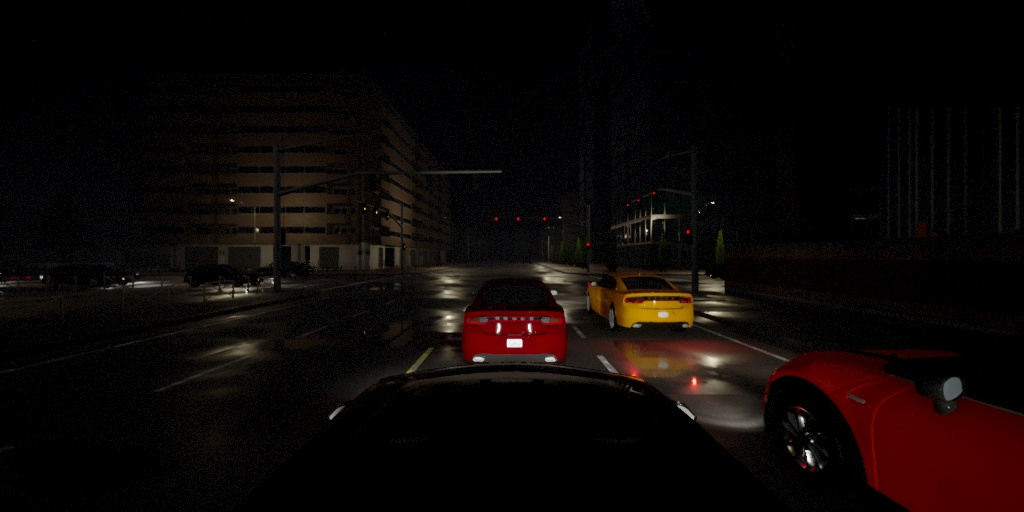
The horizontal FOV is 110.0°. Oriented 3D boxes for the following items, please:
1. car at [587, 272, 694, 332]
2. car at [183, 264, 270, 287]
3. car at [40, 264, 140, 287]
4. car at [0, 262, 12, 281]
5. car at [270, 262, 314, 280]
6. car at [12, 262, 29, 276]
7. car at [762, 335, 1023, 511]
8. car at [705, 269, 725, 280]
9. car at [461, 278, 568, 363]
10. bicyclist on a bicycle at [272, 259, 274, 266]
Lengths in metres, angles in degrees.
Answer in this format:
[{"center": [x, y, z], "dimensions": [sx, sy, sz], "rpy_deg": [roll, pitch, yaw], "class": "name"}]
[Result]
[{"center": [3.579, 1.225, 10.918], "dimensions": [1.882, 1.535, 5.008], "rpy_deg": [0, 0, 0], "class": "car"}, {"center": [-19.425, 1.326, 24.192], "dimensions": [4.674, 1.442, 1.812], "rpy_deg": [0, 0, 0], "class": "car"}, {"center": [-28.665, 1.305, 24.210], "dimensions": [4.892, 1.490, 1.837], "rpy_deg": [0, 0, 0], "class": "car"}, {"center": [-42.547, 1.325, 27.782], "dimensions": [4.674, 1.442, 1.812], "rpy_deg": [0, 0, 0], "class": "car"}, {"center": [-20.066, 1.290, 31.376], "dimensions": [4.902, 1.511, 2.128], "rpy_deg": [0, 0, 0], "class": "car"}, {"center": [-50.342, 1.289, 34.947], "dimensions": [4.902, 1.511, 2.128], "rpy_deg": [0, 0, 1], "class": "car"}, {"center": [3.600, 1.102, 1.772], "dimensions": [2.097, 1.767, 4.553], "rpy_deg": [0, 0, 0], "class": "car"}, {"center": [19.527, 1.399, 31.220], "dimensions": [4.718, 1.301, 1.895], "rpy_deg": [0, 0, 0], "class": "car"}, {"center": [0.060, 1.226, 8.144], "dimensions": [1.882, 1.535, 5.008], "rpy_deg": [0, 0, 0], "class": "car"}, {"center": [-25.531, 1.097, 38.680], "dimensions": [0.582, 1.620, 1.656], "rpy_deg": [0, 0, 0], "class": "bicyclist on a bicycle"}]
